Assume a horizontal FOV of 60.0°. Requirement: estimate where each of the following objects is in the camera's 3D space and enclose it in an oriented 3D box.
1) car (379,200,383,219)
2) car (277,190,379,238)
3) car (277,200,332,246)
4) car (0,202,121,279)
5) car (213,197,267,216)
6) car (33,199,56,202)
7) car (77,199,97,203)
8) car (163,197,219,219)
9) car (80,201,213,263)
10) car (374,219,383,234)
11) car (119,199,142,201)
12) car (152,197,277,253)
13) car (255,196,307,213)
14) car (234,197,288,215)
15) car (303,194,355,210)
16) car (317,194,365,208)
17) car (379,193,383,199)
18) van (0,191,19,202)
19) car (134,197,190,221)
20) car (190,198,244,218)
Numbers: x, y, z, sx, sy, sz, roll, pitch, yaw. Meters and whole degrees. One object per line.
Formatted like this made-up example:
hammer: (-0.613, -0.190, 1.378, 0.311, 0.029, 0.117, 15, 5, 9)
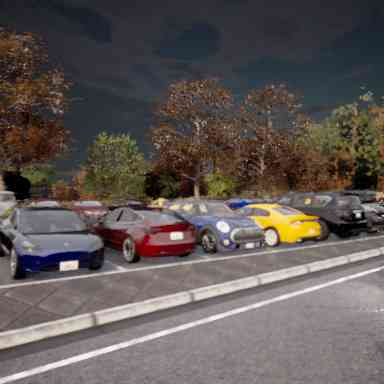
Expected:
car: (7.420, 1.288, 17.057, 2.231, 1.521, 4.892, 0, 0, -35)
car: (5.116, 1.022, 15.488, 2.435, 2.045, 5.566, 0, 0, -35)
car: (2.844, 1.249, 13.858, 2.097, 1.535, 5.008, 0, 0, -35)
car: (-3.983, 1.165, 9.053, 2.163, 1.488, 4.792, 1, -1, -35)
car: (4.340, 1.275, 30.866, 2.097, 1.535, 5.008, 0, 0, -35)
car: (-9.376, 1.207, 21.282, 2.002, 1.452, 4.674, 1, -1, -35)
car: (-7.094, 1.247, 22.878, 2.002, 1.452, 4.674, 1, -1, -35)
car: (-0.233, 1.277, 27.900, 1.946, 1.575, 5.366, 0, 0, -35)
car: (-1.736, 1.206, 10.697, 2.163, 1.488, 4.792, 1, -1, -35)
car: (6.827, 1.413, 8.554, 4.674, 1.442, 1.812, -1, 0, -36)
car: (-4.722, 1.272, 24.569, 2.163, 1.488, 4.792, 1, 0, -35)
car: (0.547, 1.091, 12.296, 2.185, 1.767, 4.553, 1, 0, -35)
car: (9.017, 1.233, 34.136, 2.231, 1.521, 4.892, -1, 0, -35)
car: (6.626, 1.259, 32.464, 2.097, 1.535, 5.008, -1, 0, -35)
car: (15.868, 1.101, 38.708, 1.946, 1.575, 5.366, -1, 1, -35)
car: (18.044, 1.043, 40.463, 2.097, 1.535, 5.008, -2, 1, -35)
car: (14.285, 1.139, 21.828, 2.185, 1.767, 4.553, -1, 0, -35)
van: (-11.489, 0.904, 19.646, 1.878, 1.987, 4.442, 1, 0, -35)
car: (-2.524, 1.263, 26.298, 1.946, 1.575, 5.366, 0, 0, -35)
car: (2.066, 1.314, 29.246, 2.163, 1.488, 4.792, 0, 0, -35)
